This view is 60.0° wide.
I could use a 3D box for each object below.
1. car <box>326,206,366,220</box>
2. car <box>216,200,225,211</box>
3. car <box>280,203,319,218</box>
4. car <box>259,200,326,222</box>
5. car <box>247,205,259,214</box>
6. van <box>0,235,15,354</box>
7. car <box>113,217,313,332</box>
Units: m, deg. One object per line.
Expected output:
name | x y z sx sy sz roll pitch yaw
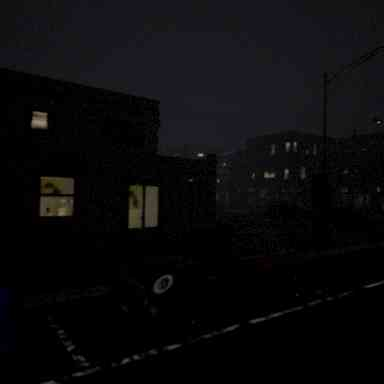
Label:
car | 15.812 2.156 34.721 1.947 1.339 4.313 1 -1 -35
car | 3.147 2.119 52.947 2.192 1.841 5.009 1 -1 -35
car | 12.646 2.083 39.279 1.967 1.590 4.097 1 -1 -35
car | 8.935 1.685 29.944 2.192 1.841 5.009 1 -1 -35
car | 9.381 2.224 43.972 1.752 1.417 4.829 1 -1 -35
van | -4.118 1.327 3.602 3.998 1.788 1.690 1 0 -36
car | 0.473 1.486 6.883 4.097 1.590 1.967 1 0 -36
